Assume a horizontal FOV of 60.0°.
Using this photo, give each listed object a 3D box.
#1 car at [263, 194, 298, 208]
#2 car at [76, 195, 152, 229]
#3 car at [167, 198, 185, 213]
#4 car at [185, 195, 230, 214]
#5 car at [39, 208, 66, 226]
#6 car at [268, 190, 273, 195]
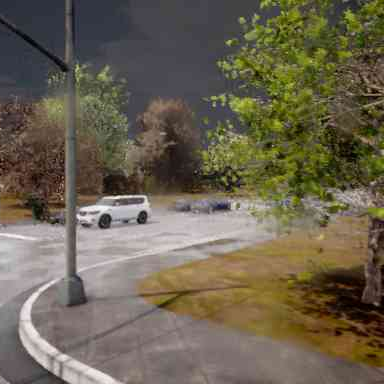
[{"bbox_3d":[8.088,1.189,28.837,1.882,1.535,5.008,-1,2,37],"label":"car"},{"bbox_3d":[-5.252,1.292,23.069,2.150,2.045,5.566,-1,0,37],"label":"car"},{"bbox_3d":[-0.750,1.371,34.723,1.994,1.385,4.181,-1,2,37],"label":"car"},{"bbox_3d":[1.771,1.151,32.260,2.097,1.767,4.553,-1,1,37],"label":"car"},{"bbox_3d":[-8.376,1.652,24.742,2.033,1.411,5.357,-1,0,37],"label":"car"},{"bbox_3d":[12.214,0.391,51.560,1.994,1.385,4.181,-1,2,37],"label":"car"}]
